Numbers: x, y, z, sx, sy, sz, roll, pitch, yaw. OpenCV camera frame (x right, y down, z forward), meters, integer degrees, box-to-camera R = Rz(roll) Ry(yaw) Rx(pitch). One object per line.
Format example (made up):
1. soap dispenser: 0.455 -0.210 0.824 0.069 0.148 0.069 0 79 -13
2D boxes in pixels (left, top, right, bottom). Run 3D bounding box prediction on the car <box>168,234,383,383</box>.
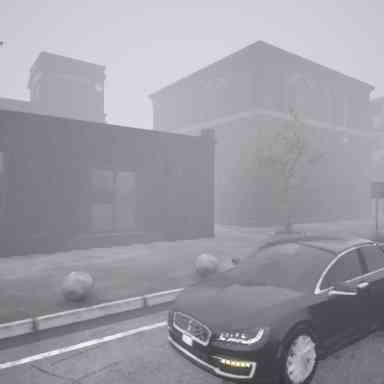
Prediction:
1. car: 1.919 1.506 5.369 4.892 1.490 1.837 0 0 -36
